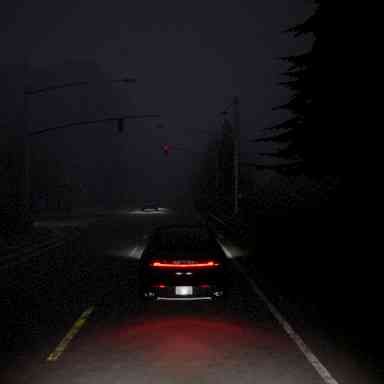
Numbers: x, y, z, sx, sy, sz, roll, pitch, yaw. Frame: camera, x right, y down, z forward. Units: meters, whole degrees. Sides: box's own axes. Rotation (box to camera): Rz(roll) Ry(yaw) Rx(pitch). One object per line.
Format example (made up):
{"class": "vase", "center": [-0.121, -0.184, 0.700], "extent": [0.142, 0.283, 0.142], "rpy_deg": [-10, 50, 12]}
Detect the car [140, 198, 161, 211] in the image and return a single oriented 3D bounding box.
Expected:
{"class": "car", "center": [-5.137, 1.526, 40.655], "extent": [1.812, 1.442, 4.674], "rpy_deg": [0, 0, -3]}

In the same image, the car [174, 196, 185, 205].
{"class": "car", "center": [-2.240, 1.477, 60.605], "extent": [1.882, 1.535, 5.008], "rpy_deg": [0, 0, -3]}

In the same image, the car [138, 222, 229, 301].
{"class": "car", "center": [-0.218, 1.505, 8.343], "extent": [1.837, 1.490, 4.892], "rpy_deg": [0, 0, -2]}
